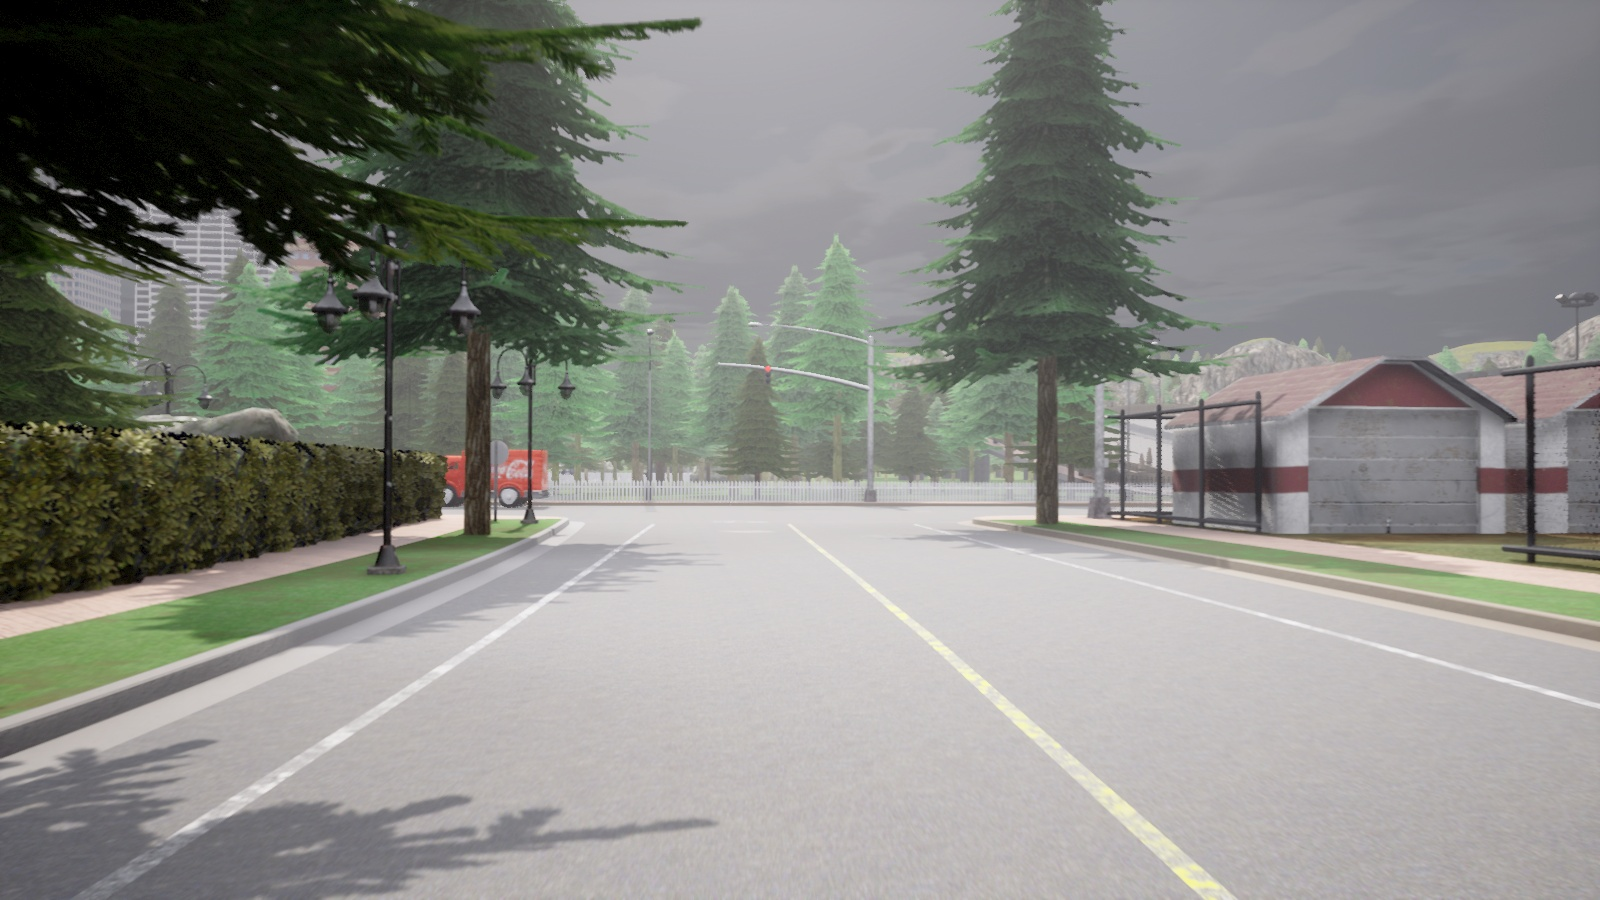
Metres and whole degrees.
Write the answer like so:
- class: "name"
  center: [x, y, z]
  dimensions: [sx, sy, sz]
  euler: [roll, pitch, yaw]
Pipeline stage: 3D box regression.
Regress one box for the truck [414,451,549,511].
- class: "truck"
  center: [-13.473, 1.318, 53.494]
  dimensions: [5.204, 2.467, 2.627]
  euler: [0, -1, -5]
